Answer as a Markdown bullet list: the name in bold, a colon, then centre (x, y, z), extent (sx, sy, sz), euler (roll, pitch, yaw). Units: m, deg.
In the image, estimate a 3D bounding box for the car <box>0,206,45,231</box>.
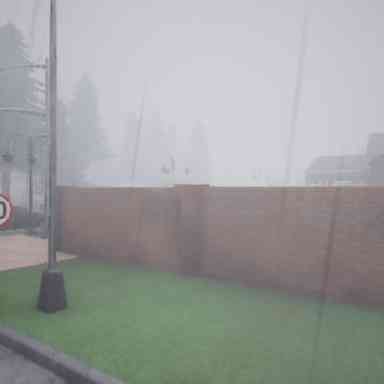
- **car**: centre (-9.880, 1.452, 17.935), extent (2.033, 1.411, 5.357), euler (0, 0, 33)
